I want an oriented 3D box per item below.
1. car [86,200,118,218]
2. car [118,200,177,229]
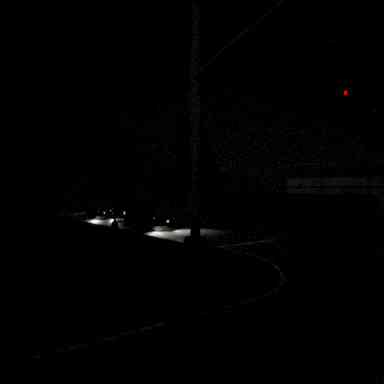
[{"bbox_3d":[-8.386,1.505,30.084,1.837,1.490,4.892,0,0,-26],"label":"car"},{"bbox_3d":[-2.860,1.505,21.838,1.837,1.490,4.892,0,0,-36],"label":"car"}]
